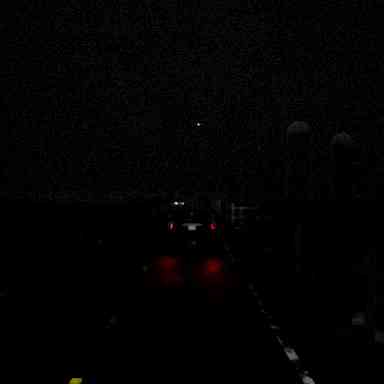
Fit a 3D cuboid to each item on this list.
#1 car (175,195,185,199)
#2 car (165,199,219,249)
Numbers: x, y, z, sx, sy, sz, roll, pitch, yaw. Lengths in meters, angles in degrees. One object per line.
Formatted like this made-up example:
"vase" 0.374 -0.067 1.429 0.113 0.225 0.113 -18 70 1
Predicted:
"car" -2.750 1.501 75.772 2.097 1.767 4.553 0 0 0
"car" 0.000 1.366 14.621 2.097 1.767 4.553 0 0 0
